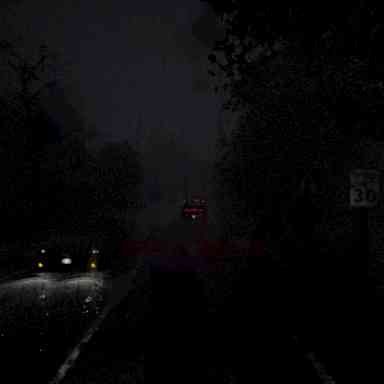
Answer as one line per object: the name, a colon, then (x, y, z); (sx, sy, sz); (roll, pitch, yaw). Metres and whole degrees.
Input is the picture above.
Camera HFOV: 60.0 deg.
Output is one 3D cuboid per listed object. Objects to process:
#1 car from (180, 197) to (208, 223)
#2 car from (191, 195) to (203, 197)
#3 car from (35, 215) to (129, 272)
car: (0.148, 1.409, 24.893); (2.128, 1.511, 4.902); (0, 1, 1)
car: (0.695, 1.105, 40.913); (2.097, 1.767, 4.553); (0, 0, 4)
car: (-3.334, 1.474, 10.817); (1.994, 1.385, 4.181); (0, 5, 0)
